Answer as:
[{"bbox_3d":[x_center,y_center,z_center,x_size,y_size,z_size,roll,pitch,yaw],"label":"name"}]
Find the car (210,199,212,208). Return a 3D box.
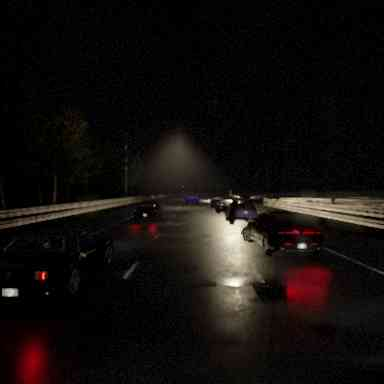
[{"bbox_3d":[3.516,1.399,45.959,2.128,1.511,4.902,0,0,0],"label":"car"}]

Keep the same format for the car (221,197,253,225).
[{"bbox_3d":[3.508,1.396,23.958,2.033,1.649,4.856,0,0,0],"label":"car"}]

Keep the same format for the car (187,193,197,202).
[{"bbox_3d":[0.026,1.177,74.102,2.097,1.767,4.553,0,0,0],"label":"car"}]

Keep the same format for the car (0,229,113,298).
[{"bbox_3d":[-3.400,1.593,8.465,1.895,1.301,4.718,0,0,0],"label":"car"}]

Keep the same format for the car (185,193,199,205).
[{"bbox_3d":[0.019,1.116,55.352,2.150,2.045,5.566,0,0,0],"label":"car"}]

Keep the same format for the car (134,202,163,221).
[{"bbox_3d":[-3.392,1.485,26.276,1.812,1.442,4.674,0,0,0],"label":"car"}]

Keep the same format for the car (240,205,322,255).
[{"bbox_3d":[3.424,1.492,13.188,1.837,1.490,4.892,0,0,-3],"label":"car"}]

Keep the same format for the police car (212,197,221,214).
[{"bbox_3d":[3.512,1.441,34.959,2.038,1.542,4.974,0,0,0],"label":"police car"}]
